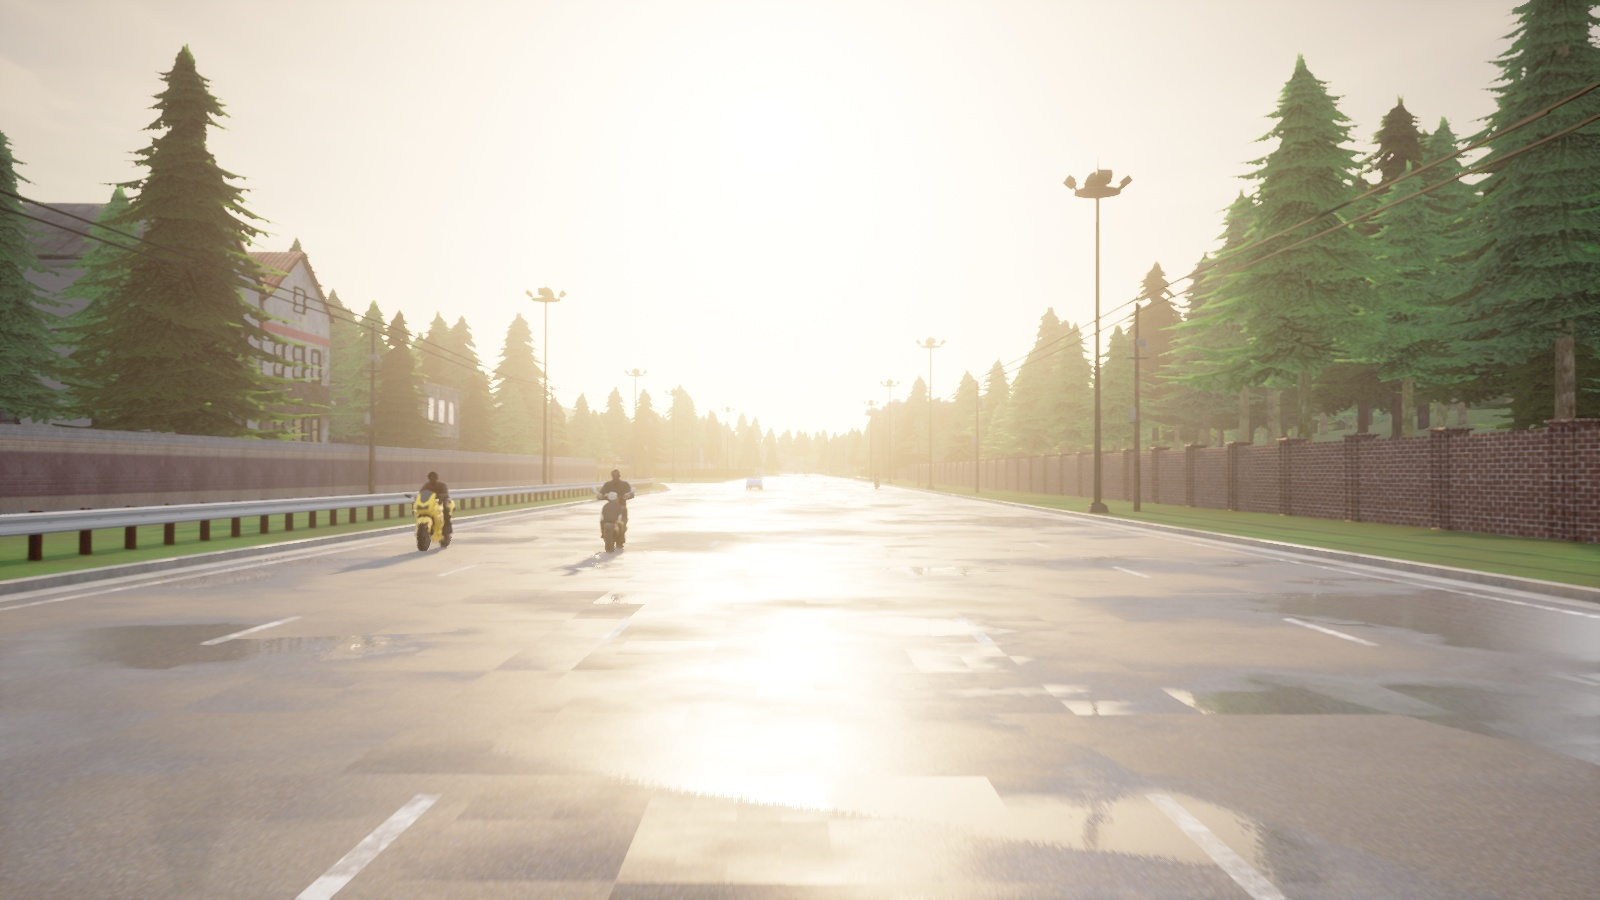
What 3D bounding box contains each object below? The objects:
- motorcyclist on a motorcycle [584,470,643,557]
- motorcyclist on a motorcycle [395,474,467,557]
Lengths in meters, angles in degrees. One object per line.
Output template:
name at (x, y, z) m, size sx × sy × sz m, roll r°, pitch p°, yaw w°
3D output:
motorcyclist on a motorcycle at (-3.558, 1.186, 24.128) m, size 0.866 × 1.590 × 1.817 m, roll 0°, pitch -1°, yaw 0°
motorcyclist on a motorcycle at (-7.058, 1.228, 24.115) m, size 0.797 × 1.523 × 2.044 m, roll 0°, pitch -1°, yaw 0°
